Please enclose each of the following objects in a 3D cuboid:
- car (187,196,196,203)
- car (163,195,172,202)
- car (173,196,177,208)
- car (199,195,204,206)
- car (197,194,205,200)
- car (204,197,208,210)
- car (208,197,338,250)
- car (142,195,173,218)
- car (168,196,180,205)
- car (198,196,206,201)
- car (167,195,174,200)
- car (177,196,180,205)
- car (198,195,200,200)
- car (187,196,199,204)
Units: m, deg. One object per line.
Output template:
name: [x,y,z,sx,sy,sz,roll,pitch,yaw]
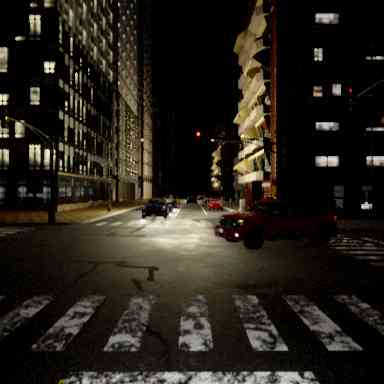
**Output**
car: [-0.131,1.542,71.622,1.994,1.385,4.181,0,0,0]
car: [-5.837,1.543,79.760,2.008,1.369,4.403,0,0,0]
car: [-3.166,1.478,38.571,2.128,1.511,4.902,0,0,0]
car: [2.595,1.537,51.534,2.008,1.369,4.403,0,0,0]
car: [2.521,1.438,91.073,1.967,1.590,4.097,0,0,0]
car: [2.670,1.568,38.616,1.802,1.307,4.206,0,0,0]
car: [3.804,1.314,14.789,5.566,2.045,2.150,1,-1,-20]
car: [-3.150,1.339,29.523,2.097,1.767,4.553,0,0,0]
car: [-3.109,1.464,58.101,1.882,1.535,5.008,0,0,0]
car: [2.532,1.576,85.425,1.802,1.307,4.206,0,0,0]
car: [-5.859,1.542,91.058,1.887,1.381,4.507,0,0,0]
car: [-3.163,1.587,47.829,1.895,1.301,4.718,0,0,0]
car: [2.586,1.538,57.182,2.008,1.369,4.403,0,0,0]
car: [-0.012,1.551,61.580,1.994,1.385,4.181,0,0,0]
